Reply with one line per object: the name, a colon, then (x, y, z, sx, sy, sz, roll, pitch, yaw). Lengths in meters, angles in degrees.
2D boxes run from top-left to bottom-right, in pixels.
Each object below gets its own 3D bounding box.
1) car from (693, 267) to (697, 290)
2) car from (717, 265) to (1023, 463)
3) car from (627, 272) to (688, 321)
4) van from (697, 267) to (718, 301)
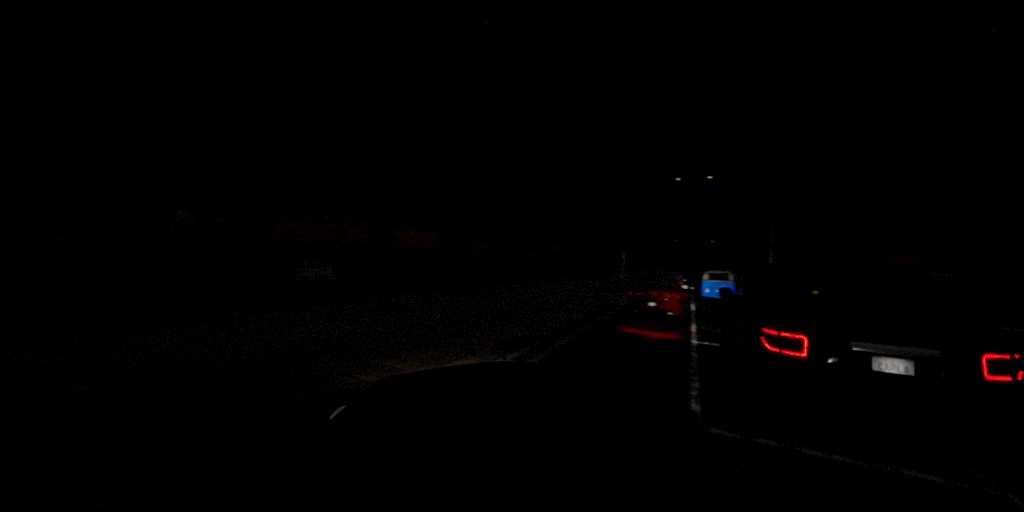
car: (16.908, 1.946, 30.870, 2.192, 1.841, 5.009, 0, 0, 27)
car: (4.762, 1.187, 5.759, 2.150, 2.045, 5.566, 2, -1, 27)
car: (5.934, 1.560, 14.533, 1.882, 1.535, 5.008, 2, -1, 27)
van: (11.959, 1.701, 20.978, 1.690, 1.789, 3.998, 0, 0, 27)
